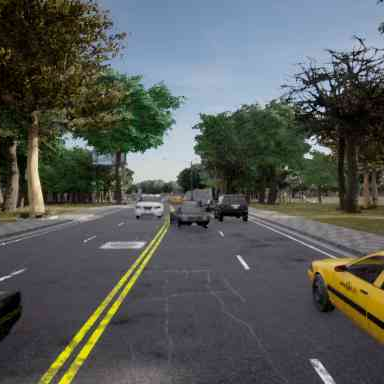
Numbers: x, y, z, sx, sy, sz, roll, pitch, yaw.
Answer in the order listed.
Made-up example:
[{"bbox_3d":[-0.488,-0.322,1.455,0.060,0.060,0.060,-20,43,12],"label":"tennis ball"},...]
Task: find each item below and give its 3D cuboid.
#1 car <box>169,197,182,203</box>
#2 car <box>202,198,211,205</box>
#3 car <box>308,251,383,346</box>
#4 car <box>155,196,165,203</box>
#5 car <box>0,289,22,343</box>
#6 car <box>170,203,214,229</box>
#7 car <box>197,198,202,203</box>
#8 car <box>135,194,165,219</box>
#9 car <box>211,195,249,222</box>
[{"bbox_3d":[-3.018,1.681,66.663,1.882,1.535,5.008,0,-1,-6],"label":"car"},{"bbox_3d":[2.614,1.470,37.718,2.033,1.649,4.856,0,0,-3],"label":"car"},{"bbox_3d":[3.250,1.455,4.656,1.801,1.575,5.366,0,0,0],"label":"car"},{"bbox_3d":[-6.962,1.632,71.806,2.033,1.411,5.357,0,0,-7],"label":"car"},{"bbox_3d":[-3.351,1.600,2.518,1.895,1.301,4.718,0,0,0],"label":"car"},{"bbox_3d":[-0.280,1.606,21.758,1.895,1.301,4.718,0,0,-12],"label":"car"},{"bbox_3d":[1.837,1.632,48.808,2.033,1.411,5.357,0,0,-7],"label":"car"},{"bbox_3d":[-3.641,1.238,29.277,2.150,2.045,5.566,0,0,-2],"label":"car"},{"bbox_3d":[3.060,1.232,26.639,2.150,2.045,5.566,0,0,-2],"label":"car"}]
